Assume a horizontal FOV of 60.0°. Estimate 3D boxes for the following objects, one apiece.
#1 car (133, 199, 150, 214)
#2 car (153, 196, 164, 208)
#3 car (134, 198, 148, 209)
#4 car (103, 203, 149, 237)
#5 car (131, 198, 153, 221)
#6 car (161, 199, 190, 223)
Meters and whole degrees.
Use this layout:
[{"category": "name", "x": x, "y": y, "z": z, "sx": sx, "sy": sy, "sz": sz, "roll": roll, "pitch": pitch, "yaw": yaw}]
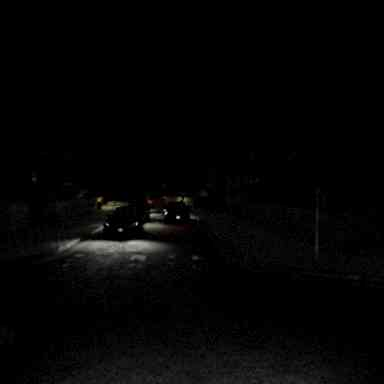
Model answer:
[{"category": "car", "x": -5.644, "y": 1.534, "z": 37.254, "sx": 1.837, "sy": 1.490, "sz": 4.892, "roll": 0, "pitch": 0, "yaw": -9}, {"category": "car", "x": -5.154, "y": 1.458, "z": 51.225, "sx": 2.097, "sy": 1.767, "sz": 4.553, "roll": 0, "pitch": -1, "yaw": -11}, {"category": "car", "x": -7.305, "y": 1.583, "z": 47.511, "sx": 1.837, "sy": 1.490, "sz": 4.892, "roll": 0, "pitch": 0, "yaw": -10}, {"category": "car", "x": -3.562, "y": 1.525, "z": 18.099, "sx": 1.812, "sy": 1.442, "sz": 4.674, "roll": 0, "pitch": 0, "yaw": -4}, {"category": "car", "x": -4.380, "y": 1.489, "z": 27.330, "sx": 1.882, "sy": 1.535, "sz": 5.008, "roll": 0, "pitch": 0, "yaw": -6}, {"category": "car", "x": -1.239, "y": 1.526, "z": 25.881, "sx": 1.837, "sy": 1.490, "sz": 4.892, "roll": 0, "pitch": 0, "yaw": -6}]
